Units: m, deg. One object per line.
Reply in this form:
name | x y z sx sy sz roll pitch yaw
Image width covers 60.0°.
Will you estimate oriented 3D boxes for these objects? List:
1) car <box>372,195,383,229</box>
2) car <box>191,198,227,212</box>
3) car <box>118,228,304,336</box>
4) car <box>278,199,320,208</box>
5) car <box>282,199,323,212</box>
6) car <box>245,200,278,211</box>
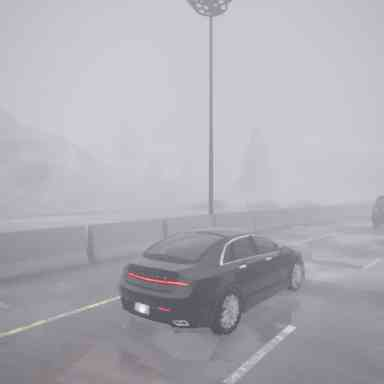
car | 12.978 1.218 20.572 5.566 2.045 2.150 0 0 -45
car | 2.056 1.474 39.354 5.008 1.535 1.882 0 0 -42
car | 0.742 1.503 6.875 1.837 1.490 4.892 0 -1 38
car | 11.012 1.521 33.312 4.674 1.442 1.812 0 0 -42
car | 13.295 1.542 39.864 5.357 1.411 2.033 0 0 -39
car | 8.580 1.596 40.482 4.718 1.301 1.895 0 0 -40
